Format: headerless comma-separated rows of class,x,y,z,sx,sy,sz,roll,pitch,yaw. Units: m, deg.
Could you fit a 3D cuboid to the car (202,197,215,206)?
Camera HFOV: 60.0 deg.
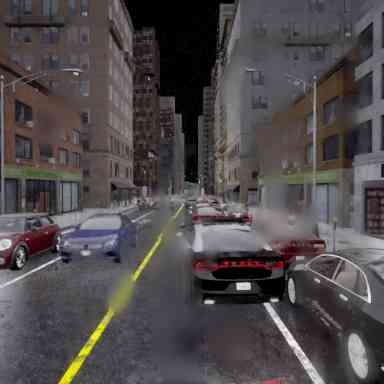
car,2.715,1.559,54.707,1.887,1.381,4.507,-1,0,0

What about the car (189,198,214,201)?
car,0.884,1.478,24.262,1.882,1.535,5.008,0,0,0

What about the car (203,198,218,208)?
car,2.719,1.555,49.202,1.887,1.381,4.507,-1,0,0

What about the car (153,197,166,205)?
car,-5.814,1.562,60.207,1.887,1.381,4.507,-1,0,0

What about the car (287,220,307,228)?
car,2.745,1.543,10.666,1.887,1.381,4.507,-1,0,0

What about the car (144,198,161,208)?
car,-5.806,1.577,49.196,1.947,1.339,4.313,-1,0,0

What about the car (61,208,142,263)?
car,-3.108,1.524,12.051,1.812,1.442,4.674,0,0,0

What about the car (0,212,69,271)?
car,-5.781,1.439,10.660,1.967,1.590,4.097,-1,0,0

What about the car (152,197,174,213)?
car,-3.025,1.568,37.462,1.994,1.385,4.181,0,0,0

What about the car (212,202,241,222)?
car,2.734,1.546,27.181,1.887,1.381,4.507,-1,0,0

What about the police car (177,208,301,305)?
police car,0.679,1.423,8.311,1.930,1.638,5.238,0,0,-5

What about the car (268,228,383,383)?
car,2.749,1.550,5.160,2.008,1.369,4.403,-1,0,0

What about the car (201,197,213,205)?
car,2.711,1.562,60.213,1.887,1.381,4.507,-1,0,0

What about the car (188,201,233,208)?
car,0.888,1.477,18.262,1.882,1.535,5.008,0,0,0

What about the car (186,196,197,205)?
car,-0.040,1.522,58.834,1.837,1.490,4.892,0,0,0

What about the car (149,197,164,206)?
car,-5.810,1.565,54.701,2.008,1.369,4.403,-1,0,0

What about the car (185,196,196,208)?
car,-0.005,1.501,47.031,2.128,1.511,4.902,0,0,0

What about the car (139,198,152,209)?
car,-5.804,1.448,43.691,1.967,1.590,4.097,-1,0,0

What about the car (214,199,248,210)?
car,2.736,1.440,21.676,1.967,1.590,4.097,-1,0,0
